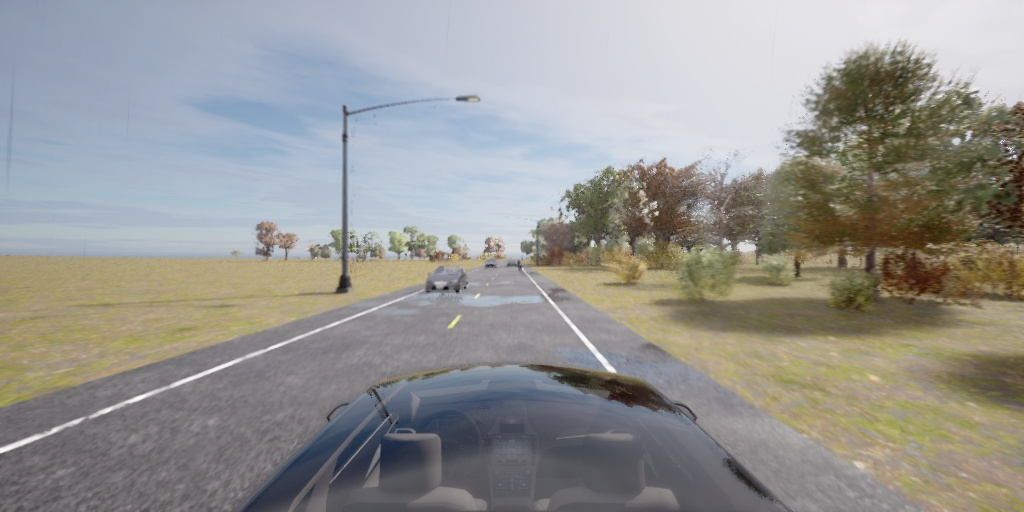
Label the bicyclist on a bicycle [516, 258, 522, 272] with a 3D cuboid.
[{"bbox_3d":[0.950,1.227,48.959,0.659,1.776,1.843,0,0,0],"label":"bicyclist on a bicycle"}]

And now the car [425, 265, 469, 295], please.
[{"bbox_3d":[-3.597,1.284,20.393,2.128,1.511,4.902,0,0,0],"label":"car"}]

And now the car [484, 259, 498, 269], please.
[{"bbox_3d":[-3.542,1.235,61.499,2.097,1.767,4.553,0,0,1],"label":"car"}]

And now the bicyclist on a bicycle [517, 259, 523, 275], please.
[{"bbox_3d":[0.954,1.289,39.726,0.582,1.620,1.656,0,-1,0],"label":"bicyclist on a bicycle"}]
